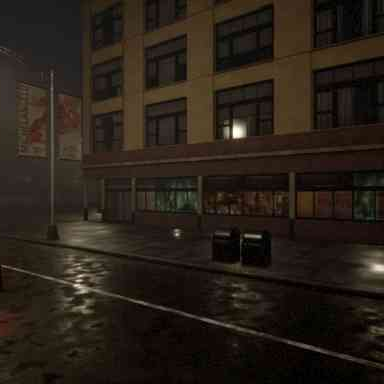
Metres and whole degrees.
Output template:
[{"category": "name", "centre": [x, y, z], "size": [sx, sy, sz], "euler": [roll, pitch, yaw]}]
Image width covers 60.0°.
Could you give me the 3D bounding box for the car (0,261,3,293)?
[{"category": "car", "centre": [-5.819, 1.564, 7.715], "size": [1.994, 1.385, 4.181], "euler": [0, 0, -40]}]
